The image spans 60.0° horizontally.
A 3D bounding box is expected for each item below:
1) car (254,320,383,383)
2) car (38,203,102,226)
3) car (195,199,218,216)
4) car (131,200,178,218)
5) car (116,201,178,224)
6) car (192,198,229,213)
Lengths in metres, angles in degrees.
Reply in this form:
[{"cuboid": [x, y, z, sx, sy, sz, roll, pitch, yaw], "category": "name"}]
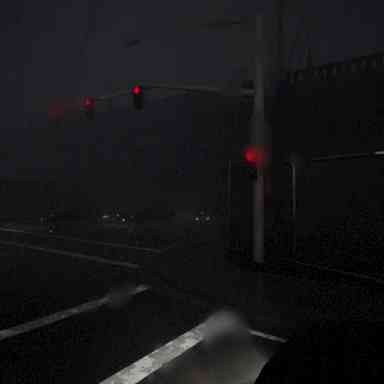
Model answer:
[{"cuboid": [3.007, 1.547, 1.823, 5.357, 1.411, 2.033, 0, 0, 36], "category": "car"}, {"cuboid": [-8.737, 1.581, 24.284, 1.812, 1.442, 4.674, 0, 0, 37], "category": "car"}, {"cuboid": [2.501, 1.603, 34.021, 2.033, 1.411, 5.357, 0, 0, 35], "category": "car"}, {"cuboid": [-3.447, 1.581, 31.684, 1.812, 1.442, 4.674, 0, 0, 36], "category": "car"}, {"cuboid": [-3.334, 1.603, 25.811, 2.033, 1.411, 5.357, 0, 0, 35], "category": "car"}, {"cuboid": [2.332, 1.547, 39.822, 2.128, 1.511, 4.902, 0, 0, 35], "category": "car"}]
